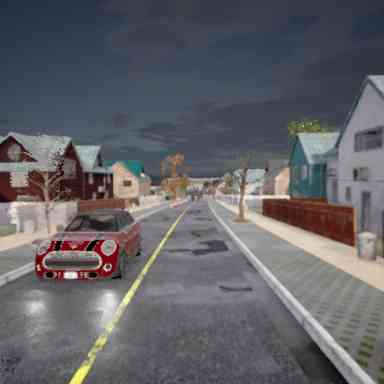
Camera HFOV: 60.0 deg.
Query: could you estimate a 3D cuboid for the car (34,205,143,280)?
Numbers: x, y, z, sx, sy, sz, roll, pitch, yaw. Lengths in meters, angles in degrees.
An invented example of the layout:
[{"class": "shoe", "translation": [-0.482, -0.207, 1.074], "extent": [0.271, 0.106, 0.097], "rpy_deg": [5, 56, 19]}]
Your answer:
[{"class": "car", "translation": [-2.800, 1.344, 9.975], "extent": [2.097, 1.767, 4.553], "rpy_deg": [0, 0, 0]}]
